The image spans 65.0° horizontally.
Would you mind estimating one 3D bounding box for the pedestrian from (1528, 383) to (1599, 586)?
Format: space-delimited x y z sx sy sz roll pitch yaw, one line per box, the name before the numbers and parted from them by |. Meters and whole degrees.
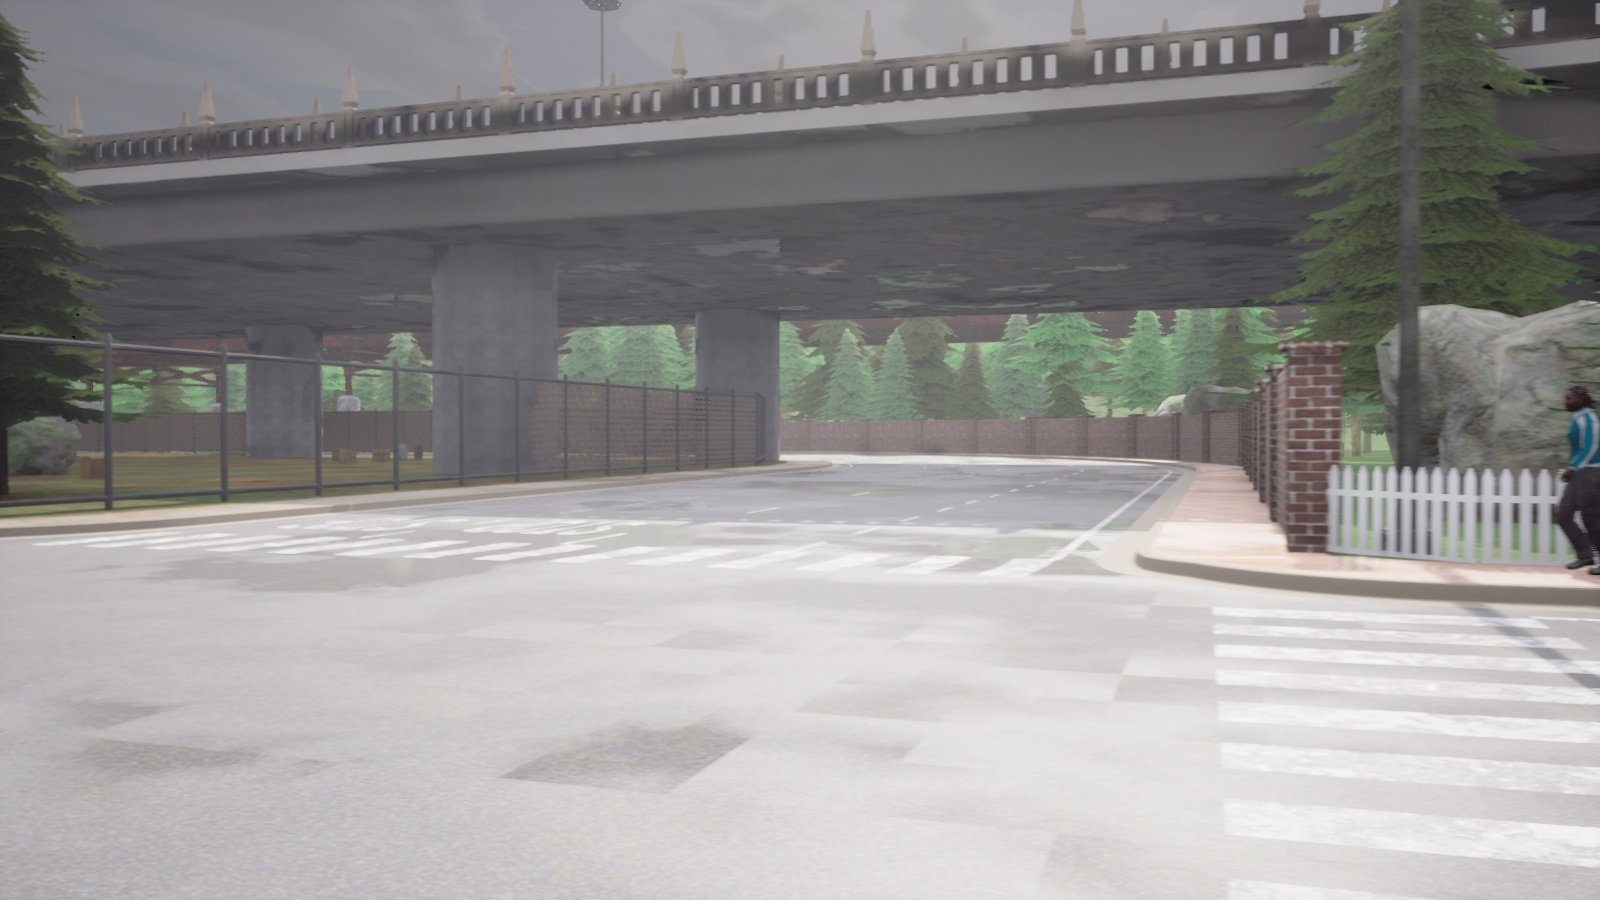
pedestrian | 7.511 0.326 12.169 0.692 1.930 0.396 1 1 17
